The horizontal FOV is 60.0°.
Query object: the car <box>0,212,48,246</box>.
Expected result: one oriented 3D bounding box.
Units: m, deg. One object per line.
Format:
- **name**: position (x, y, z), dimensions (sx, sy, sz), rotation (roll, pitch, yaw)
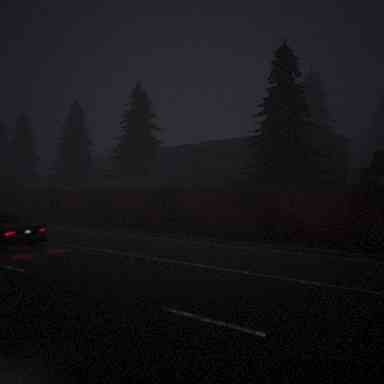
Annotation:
- **car**: position (-8.269, 1.560, 14.066), dimensions (5.357, 1.411, 2.033), rotation (0, 0, 36)
